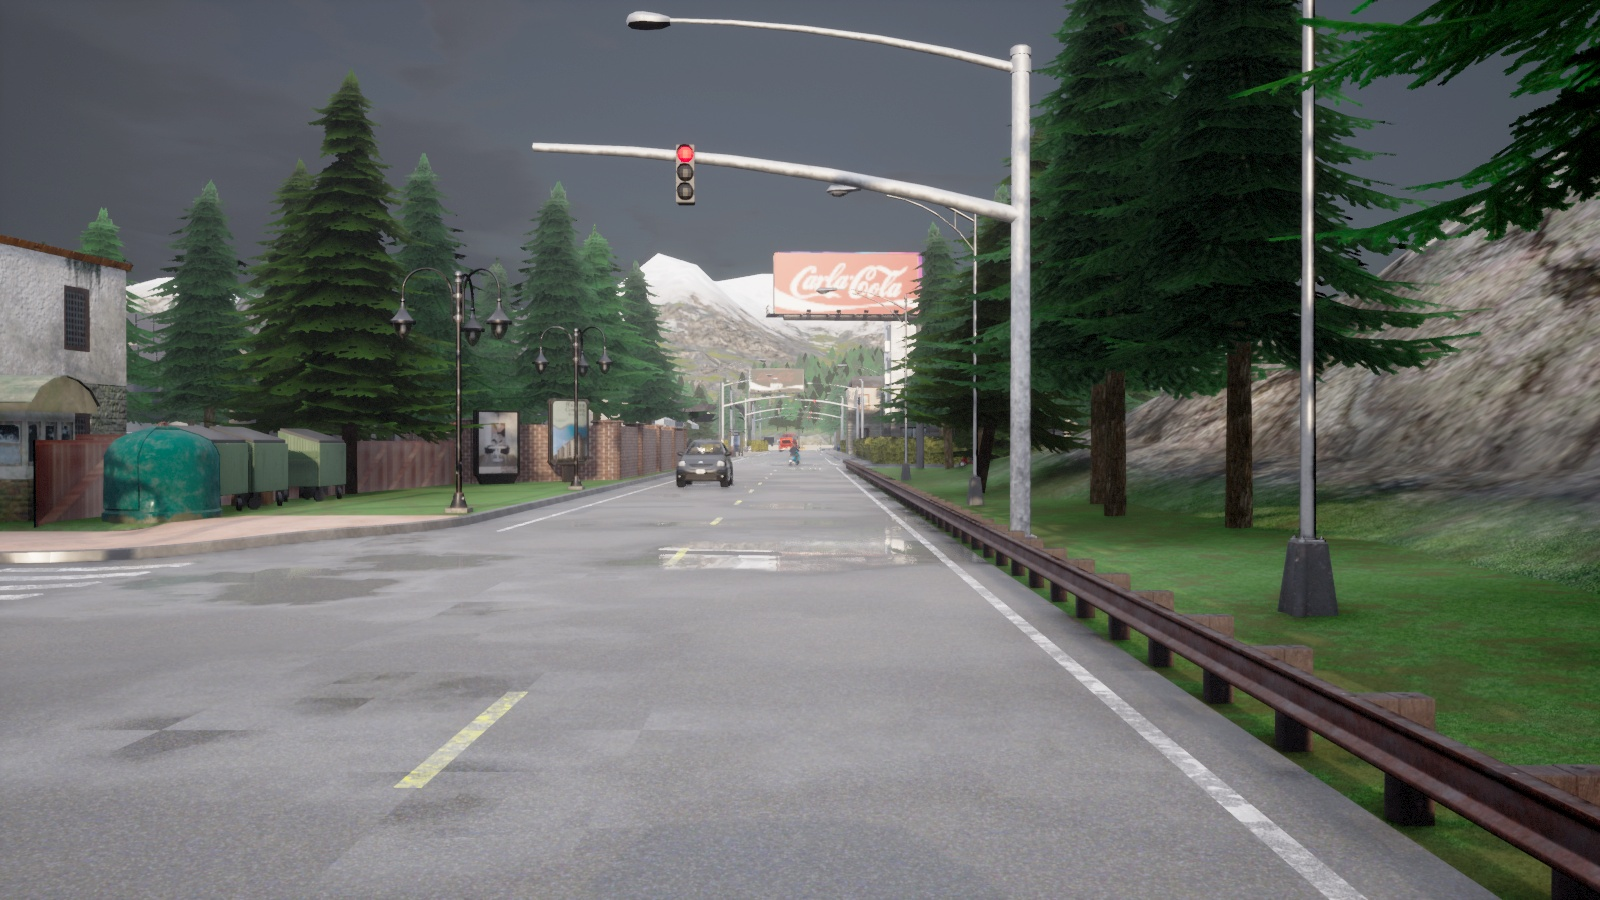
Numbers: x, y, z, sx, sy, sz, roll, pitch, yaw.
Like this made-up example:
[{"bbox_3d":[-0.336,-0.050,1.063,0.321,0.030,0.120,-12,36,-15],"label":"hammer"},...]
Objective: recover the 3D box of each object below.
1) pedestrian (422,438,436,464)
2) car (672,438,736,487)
[{"bbox_3d":[-26.569,0.054,90.009,0.849,1.883,0.563,0,0,0],"label":"pedestrian"},{"bbox_3d":[-3.238,0.400,42.919,1.851,1.617,3.988,0,0,0],"label":"car"}]
